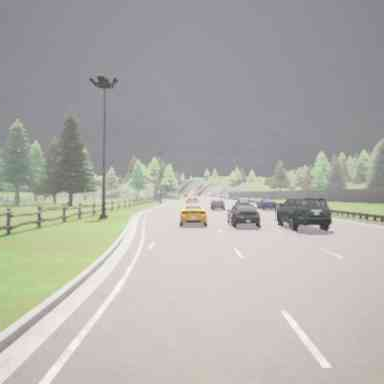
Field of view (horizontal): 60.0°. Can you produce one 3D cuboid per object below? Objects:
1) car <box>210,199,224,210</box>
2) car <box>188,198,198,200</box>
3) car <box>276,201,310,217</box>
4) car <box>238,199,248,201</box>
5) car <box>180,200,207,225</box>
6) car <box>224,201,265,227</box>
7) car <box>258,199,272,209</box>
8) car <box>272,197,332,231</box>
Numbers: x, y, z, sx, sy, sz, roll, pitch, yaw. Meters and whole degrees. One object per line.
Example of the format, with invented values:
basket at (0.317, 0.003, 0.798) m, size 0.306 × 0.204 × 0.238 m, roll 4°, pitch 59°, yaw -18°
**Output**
car at (3.585, 1.729, 47.389) m, size 2.128 × 1.511 × 4.902 m, roll 0°, pitch 0°, yaw 0°
car at (0.086, 1.594, 48.534) m, size 2.097 × 1.767 × 4.553 m, roll 0°, pitch 0°, yaw 0°
car at (10.499, 1.723, 35.033) m, size 2.033 × 1.411 × 5.357 m, roll 0°, pitch 0°, yaw 0°
car at (7.077, 1.757, 46.320) m, size 1.812 × 1.442 × 4.674 m, roll 0°, pitch 0°, yaw 0°
car at (0.100, 1.603, 25.035) m, size 1.882 × 1.535 × 5.008 m, roll 0°, pitch 0°, yaw 0°
car at (3.599, 1.624, 23.677) m, size 1.837 × 1.490 × 4.892 m, roll 0°, pitch 0°, yaw 0°
car at (10.516, 1.712, 46.921) m, size 1.882 × 1.535 × 5.008 m, roll 0°, pitch 0°, yaw 0°
car at (7.100, 1.331, 21.636) m, size 2.150 × 2.045 × 5.566 m, roll 0°, pitch 0°, yaw 0°
